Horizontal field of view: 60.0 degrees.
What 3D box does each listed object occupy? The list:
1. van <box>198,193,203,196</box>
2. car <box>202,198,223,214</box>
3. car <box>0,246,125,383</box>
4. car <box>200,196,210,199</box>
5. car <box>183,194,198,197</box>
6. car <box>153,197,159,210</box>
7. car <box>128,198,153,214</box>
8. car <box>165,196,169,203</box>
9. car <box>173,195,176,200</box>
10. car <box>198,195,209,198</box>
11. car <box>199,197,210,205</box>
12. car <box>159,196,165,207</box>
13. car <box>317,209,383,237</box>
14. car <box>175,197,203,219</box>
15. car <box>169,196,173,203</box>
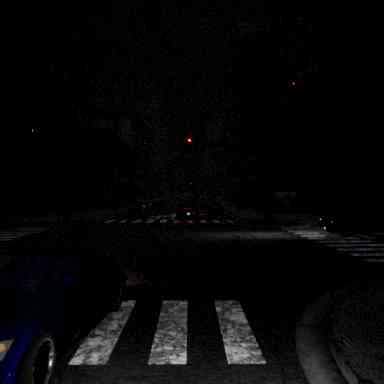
[{"bbox_3d":[2.346,1.424,58.196,1.690,1.788,3.998,0,0,0],"label":"van"},{"bbox_3d":[2.326,1.606,36.152,1.947,1.339,4.313,0,0,0],"label":"car"},{"bbox_3d":[-2.483,1.560,5.000,1.994,1.385,4.181,0,0,6],"label":"car"},{"bbox_3d":[2.336,1.641,47.175,1.802,1.307,4.206,0,0,0],"label":"car"},{"bbox_3d":[-0.197,1.639,61.754,2.033,1.411,5.357,0,0,1],"label":"car"},{"bbox_3d":[-5.694,1.490,41.671,1.967,1.590,4.097,0,0,0],"label":"car"},{"bbox_3d":[-5.699,1.480,36.160,1.967,1.590,4.097,0,0,0],"label":"car"},{"bbox_3d":[-5.678,1.634,58.203,2.008,1.369,4.403,0,0,0],"label":"car"},{"bbox_3d":[-5.658,1.694,80.246,2.008,1.369,4.403,0,0,0],"label":"car"},{"bbox_3d":[2.341,1.637,52.685,1.947,1.339,4.313,0,0,0],"label":"car"},{"bbox_3d":[2.351,1.647,63.706,2.008,1.369,4.403,0,0,0],"label":"car"},{"bbox_3d":[-5.684,1.653,52.692,1.802,1.307,4.206,0,0,0],"label":"car"},{"bbox_3d":[9.162,1.562,17.408,4.718,1.301,1.895,0,0,0],"label":"car"},{"bbox_3d":[-0.376,1.535,29.739,1.837,1.490,4.892,-2,0,-2],"label":"car"},{"bbox_3d":[-5.668,1.552,69.225,1.967,1.590,4.097,0,0,0],"label":"car"}]
